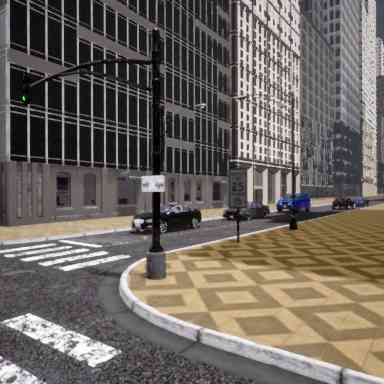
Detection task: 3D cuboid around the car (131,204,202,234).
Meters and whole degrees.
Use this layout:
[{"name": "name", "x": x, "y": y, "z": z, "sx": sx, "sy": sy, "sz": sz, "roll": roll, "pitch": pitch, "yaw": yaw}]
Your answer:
[{"name": "car", "x": -1.349, "y": 1.447, "z": 19.218, "sx": 2.128, "sy": 1.511, "sz": 4.902, "roll": 0, "pitch": 0, "yaw": 37}]

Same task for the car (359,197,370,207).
[{"name": "car", "x": 24.636, "y": 1.368, "z": 48.745, "sx": 2.033, "sy": 1.411, "sz": 5.357, "roll": 0, "pitch": 0, "yaw": 37}]

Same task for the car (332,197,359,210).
[{"name": "car", "x": 18.423, "y": 1.359, "z": 40.377, "sx": 1.837, "sy": 1.490, "sz": 4.892, "roll": 0, "pitch": 0, "yaw": 37}]

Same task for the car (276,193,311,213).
[{"name": "car", "x": 10.986, "y": 1.113, "z": 35.670, "sx": 2.150, "sy": 2.045, "sz": 5.566, "roll": 0, "pitch": 0, "yaw": 37}]

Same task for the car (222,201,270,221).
[{"name": "car", "x": 4.570, "y": 1.472, "z": 27.120, "sx": 2.033, "sy": 1.411, "sz": 5.357, "roll": 0, "pitch": 0, "yaw": 37}]
